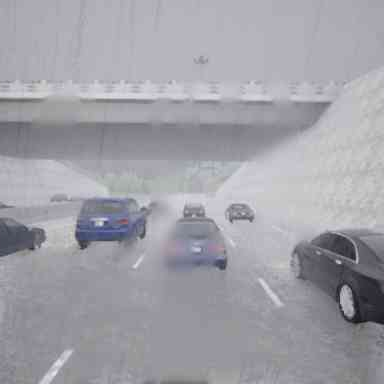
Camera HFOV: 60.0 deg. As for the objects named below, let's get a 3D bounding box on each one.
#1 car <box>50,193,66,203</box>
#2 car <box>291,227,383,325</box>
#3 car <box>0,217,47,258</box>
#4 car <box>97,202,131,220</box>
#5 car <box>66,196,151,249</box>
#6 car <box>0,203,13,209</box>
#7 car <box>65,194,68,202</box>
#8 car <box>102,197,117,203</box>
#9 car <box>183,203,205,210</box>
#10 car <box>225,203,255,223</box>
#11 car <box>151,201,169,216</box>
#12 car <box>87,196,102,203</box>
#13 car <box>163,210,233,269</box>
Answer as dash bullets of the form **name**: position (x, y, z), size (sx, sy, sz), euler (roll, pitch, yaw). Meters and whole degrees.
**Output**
- **car**: position (-27.839, 1.283, 69.866), size (2.150, 2.045, 5.566), euler (0, 0, 0)
- **car**: position (3.597, 1.525, 7.139), size (1.837, 1.490, 4.892), euler (0, 0, 0)
- **car**: position (-6.879, 1.563, 11.204), size (2.033, 1.411, 5.357), euler (0, 0, 0)
- **car**: position (-6.828, 1.652, 29.548), size (1.895, 1.301, 4.718), euler (0, 0, 0)
- **car**: position (-3.367, 1.247, 14.795), size (2.150, 2.045, 5.566), euler (0, 0, 0)
- **car**: position (-17.526, 1.586, 28.799), size (2.033, 1.411, 5.357), euler (0, 0, 0)
- **car**: position (-24.340, 1.539, 69.890), size (1.882, 1.535, 5.008), euler (0, 0, 0)
- **car**: position (-17.340, 1.663, 69.848), size (1.895, 1.301, 4.718), euler (0, 0, 0)
- **car**: position (0.172, 1.659, 29.530), size (1.895, 1.301, 4.718), euler (0, 0, 0)
- **car**: position (3.661, 1.603, 26.175), size (2.033, 1.411, 5.357), euler (0, 0, 0)
- **car**: position (-3.332, 1.585, 32.116), size (1.812, 1.442, 4.674), euler (0, 0, 0)
- **car**: position (-20.838, 1.654, 71.131), size (1.994, 1.385, 4.181), euler (0, 0, 0)
- **car**: position (0.121, 1.570, 11.191), size (2.033, 1.411, 5.357), euler (0, 0, 0)
